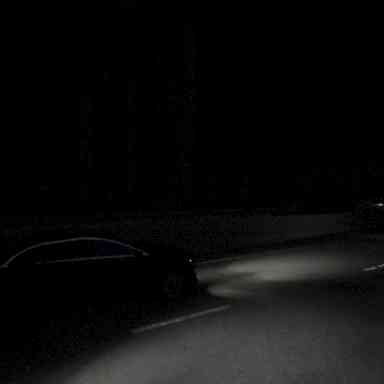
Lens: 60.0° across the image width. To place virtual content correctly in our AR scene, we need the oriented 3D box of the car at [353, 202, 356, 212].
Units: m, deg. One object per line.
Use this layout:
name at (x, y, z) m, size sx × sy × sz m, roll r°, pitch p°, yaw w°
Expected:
car at (17.000, 1.552, 38.135) m, size 4.902 × 1.511 × 2.128 m, roll 0°, pitch 0°, yaw -40°

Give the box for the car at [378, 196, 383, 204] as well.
car at (41.155, 1.658, 71.259) m, size 2.097 × 1.767 × 4.553 m, roll 0°, pitch 0°, yaw 24°

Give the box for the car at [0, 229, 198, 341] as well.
car at (-2.134, 1.492, 6.523) m, size 4.902 × 1.511 × 2.128 m, roll 0°, pitch 0°, yaw -35°

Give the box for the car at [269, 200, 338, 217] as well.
car at (7.217, 1.494, 22.048) m, size 5.008 × 1.535 × 1.882 m, roll 0°, pitch 0°, yaw -36°

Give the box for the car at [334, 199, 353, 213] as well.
car at (12.207, 1.597, 29.990) m, size 4.181 × 1.385 × 1.994 m, roll 0°, pitch 0°, yaw -36°
